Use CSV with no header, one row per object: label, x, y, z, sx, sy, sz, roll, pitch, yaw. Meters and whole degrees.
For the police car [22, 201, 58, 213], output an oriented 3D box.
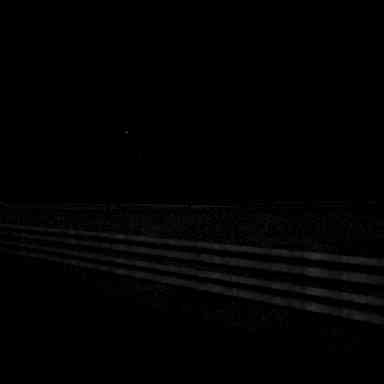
police car,-21.913,2.089,47.807,5.238,1.638,1.930,-1,0,12
